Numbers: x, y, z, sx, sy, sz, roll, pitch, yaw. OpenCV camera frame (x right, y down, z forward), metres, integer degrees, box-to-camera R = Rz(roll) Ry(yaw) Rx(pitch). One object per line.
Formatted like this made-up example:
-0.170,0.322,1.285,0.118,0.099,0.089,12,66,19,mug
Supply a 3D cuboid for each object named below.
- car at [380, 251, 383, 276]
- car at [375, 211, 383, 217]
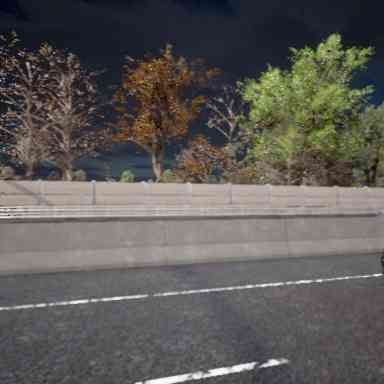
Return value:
7.043,1.661,8.251,4.892,1.490,1.837,0,-1,-18,car
19.413,2.070,31.052,4.674,1.442,1.812,1,-1,-18,car
